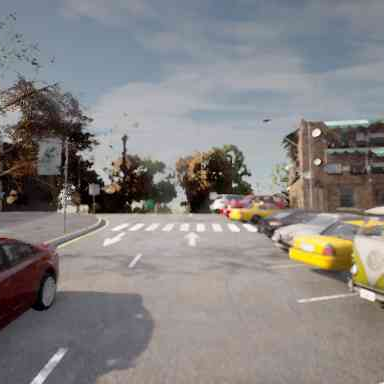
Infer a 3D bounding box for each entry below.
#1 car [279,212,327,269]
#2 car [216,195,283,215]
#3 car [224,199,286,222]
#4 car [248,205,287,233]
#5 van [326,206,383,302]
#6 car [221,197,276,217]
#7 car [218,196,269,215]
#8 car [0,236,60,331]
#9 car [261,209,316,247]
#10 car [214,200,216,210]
[{"bbox_3d":[5.477,1.491,9.719,5.366,1.575,1.946,1,0,-20],"label":"car"},{"bbox_3d":[5.252,1.250,27.778,5.566,2.045,2.435,1,0,-21],"label":"car"},{"bbox_3d":[5.470,1.499,24.829,5.366,1.575,1.946,1,0,-20],"label":"car"},{"bbox_3d":[5.314,1.535,15.709,4.674,1.452,2.002,1,0,-20],"label":"car"},{"bbox_3d":[5.182,1.263,6.589,4.442,1.987,1.878,1,0,-20],"label":"van"},{"bbox_3d":[5.211,1.377,30.828,4.553,1.767,2.185,1,-1,-21],"label":"car"},{"bbox_3d":[5.222,1.417,33.852,4.553,1.767,2.185,2,-3,-21],"label":"car"},{"bbox_3d":[-3.707,1.481,5.000,1.882,1.535,5.008,0,0,0],"label":"car"},{"bbox_3d":[5.319,1.534,12.680,4.674,1.452,2.002,1,0,-20],"label":"car"},{"bbox_3d":[5.128,1.410,36.805,5.566,2.045,2.435,2,-5,-20],"label":"car"}]
